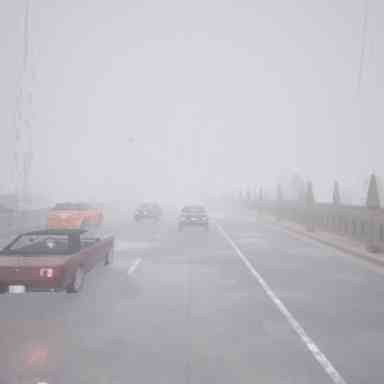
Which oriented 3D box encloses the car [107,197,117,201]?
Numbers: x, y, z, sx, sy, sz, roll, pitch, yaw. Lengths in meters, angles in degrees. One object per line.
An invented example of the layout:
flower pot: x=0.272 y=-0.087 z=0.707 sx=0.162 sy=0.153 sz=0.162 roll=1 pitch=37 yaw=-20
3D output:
car: x=-15.259 y=1.666 z=63.413 sx=1.812 sy=1.442 sz=4.674 roll=0 pitch=0 yaw=-8

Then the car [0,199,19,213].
car: x=-14.096 y=1.491 z=22.398 sx=1.882 sy=1.535 sz=5.008 roll=0 pitch=0 yaw=0

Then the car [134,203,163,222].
car: x=-3.397 y=1.567 z=26.710 sx=2.033 sy=1.411 sz=5.357 roll=0 pitch=0 yaw=0

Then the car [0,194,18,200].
car: x=-21.077 y=1.262 z=36.224 sx=2.150 sy=2.045 sz=5.566 roll=0 pitch=0 yaw=0

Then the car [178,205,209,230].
car: x=0.102 y=1.558 z=21.218 sx=2.033 sy=1.411 sz=5.357 roll=0 pitch=0 yaw=0

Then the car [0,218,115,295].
car: x=-3.400 y=1.601 z=8.700 sx=1.895 sy=1.301 sz=4.718 roll=0 pitch=0 yaw=0

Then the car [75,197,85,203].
car: x=-25.969 y=1.790 z=77.115 sx=1.994 sy=1.385 sz=4.181 roll=0 pitch=0 yaw=-18

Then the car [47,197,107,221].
car: x=-6.898 y=1.362 z=20.039 sx=2.097 sy=1.767 sz=4.553 roll=0 pitch=0 yaw=0
